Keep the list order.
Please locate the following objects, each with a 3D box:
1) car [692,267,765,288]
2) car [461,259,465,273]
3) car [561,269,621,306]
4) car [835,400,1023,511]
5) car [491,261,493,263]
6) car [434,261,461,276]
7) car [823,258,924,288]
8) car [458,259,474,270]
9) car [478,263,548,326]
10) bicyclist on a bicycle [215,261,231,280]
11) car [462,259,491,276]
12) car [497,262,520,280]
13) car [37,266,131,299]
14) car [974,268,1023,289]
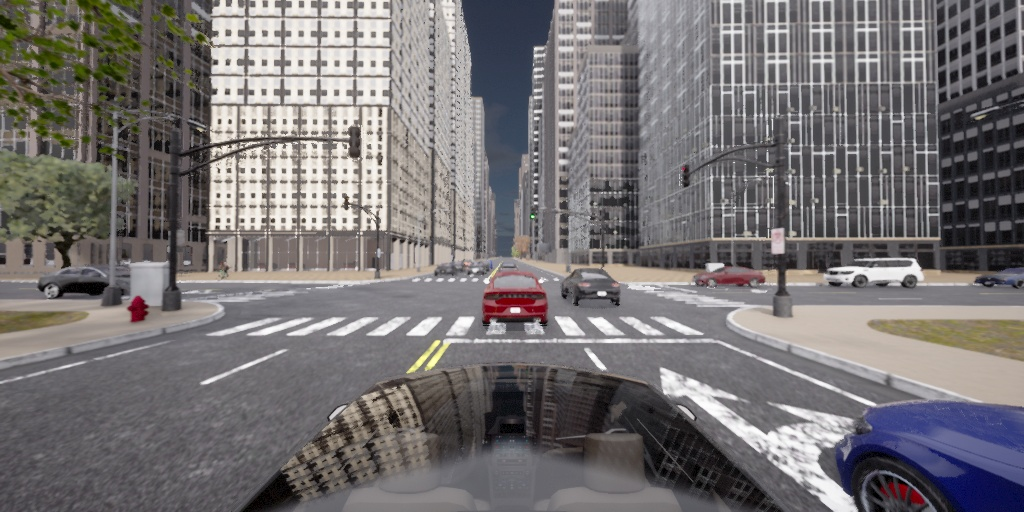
[{"bbox_3d":[15.288,1.467,25.423,4.674,1.442,1.812,0,-1,2],"label":"car"},{"bbox_3d":[-7.244,1.411,47.712,2.128,1.511,4.902,0,0,-1],"label":"car"},{"bbox_3d":[3.289,1.268,15.497,1.812,1.442,4.674,0,-1,-1],"label":"car"},{"bbox_3d":[3.350,1.271,0.716,1.812,1.442,4.674,0,0,0],"label":"car"},{"bbox_3d":[-4.018,1.433,49.983,1.837,1.490,4.892,0,0,0],"label":"car"},{"bbox_3d":[-7.124,1.453,38.895,1.994,1.385,4.181,0,0,0],"label":"car"},{"bbox_3d":[25.245,1.174,25.157,5.566,2.045,2.150,0,-1,1],"label":"car"},{"bbox_3d":[-7.364,1.305,57.825,2.097,1.767,4.553,0,0,-1],"label":"car"},{"bbox_3d":[0.068,1.226,11.884,1.882,1.535,5.008,0,1,0],"label":"car"},{"bbox_3d":[-25.161,1.276,31.279,0.582,1.620,1.656,0,-1,2],"label":"bicyclist on a bicycle"},{"bbox_3d":[-3.891,1.386,40.312,2.128,1.511,4.902,0,0,0],"label":"car"},{"bbox_3d":[-0.359,1.363,34.543,2.128,1.511,4.902,0,0,-1],"label":"car"},{"bbox_3d":[-19.287,1.211,16.987,4.902,1.511,2.128,0,-1,2],"label":"car"},{"bbox_3d":[35.716,1.510,24.863,5.357,1.411,2.033,0,-1,1],"label":"car"}]
